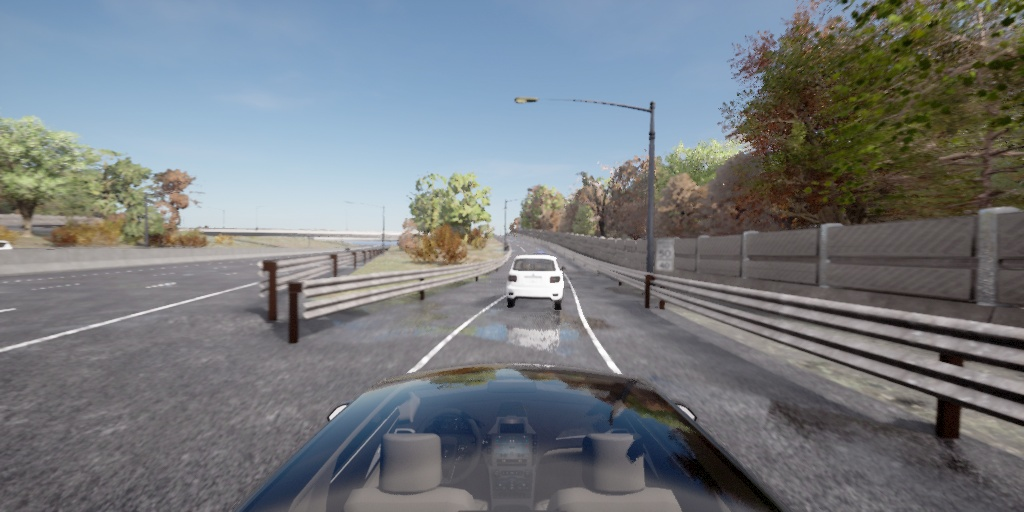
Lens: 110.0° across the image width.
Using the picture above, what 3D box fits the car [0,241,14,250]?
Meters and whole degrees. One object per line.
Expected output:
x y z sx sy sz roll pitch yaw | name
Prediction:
-43.599 -0.285 28.680 2.150 2.045 5.566 0 1 -18 | car

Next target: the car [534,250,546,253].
4.057 0.429 46.129 1.837 1.490 4.892 1 3 2 | car

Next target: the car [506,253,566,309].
1.116 1.002 15.572 2.150 2.045 5.566 1 0 8 | car
